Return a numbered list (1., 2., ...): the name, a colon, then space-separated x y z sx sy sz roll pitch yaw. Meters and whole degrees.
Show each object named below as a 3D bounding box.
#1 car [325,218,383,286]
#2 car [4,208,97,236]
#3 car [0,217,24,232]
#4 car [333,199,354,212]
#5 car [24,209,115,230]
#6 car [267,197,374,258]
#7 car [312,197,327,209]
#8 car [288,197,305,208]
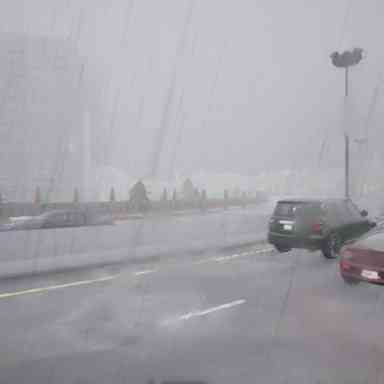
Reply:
1. car: 5.437 1.545 8.420 4.674 1.442 1.812 0 0 -41
2. car: -8.332 1.689 19.837 4.718 1.301 1.895 0 0 -40
3. car: -8.408 1.583 11.029 4.674 1.442 1.812 0 0 -36
4. car: 19.546 1.657 42.815 2.033 1.411 5.357 0 0 29
5. car: -6.595 1.621 16.725 5.357 1.411 2.033 0 0 -39
6. car: 5.172 1.257 12.799 5.566 2.045 2.150 0 0 -42
7. car: 19.327 1.615 50.378 1.882 1.535 5.008 0 0 24
8. car: 16.978 1.645 53.704 2.128 1.511 4.902 0 0 23
